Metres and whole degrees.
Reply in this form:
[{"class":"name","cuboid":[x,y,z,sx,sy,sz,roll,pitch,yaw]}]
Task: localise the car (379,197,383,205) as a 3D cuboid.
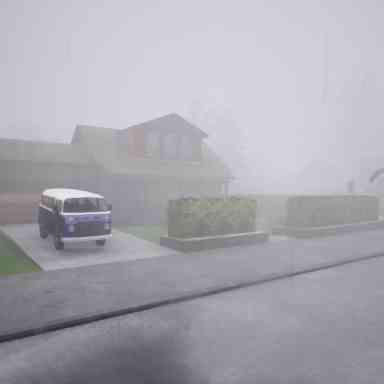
[{"class":"car","cuboid":[24.678,0.985,41.408,3.866,1.878,1.905,0,0,0]}]
